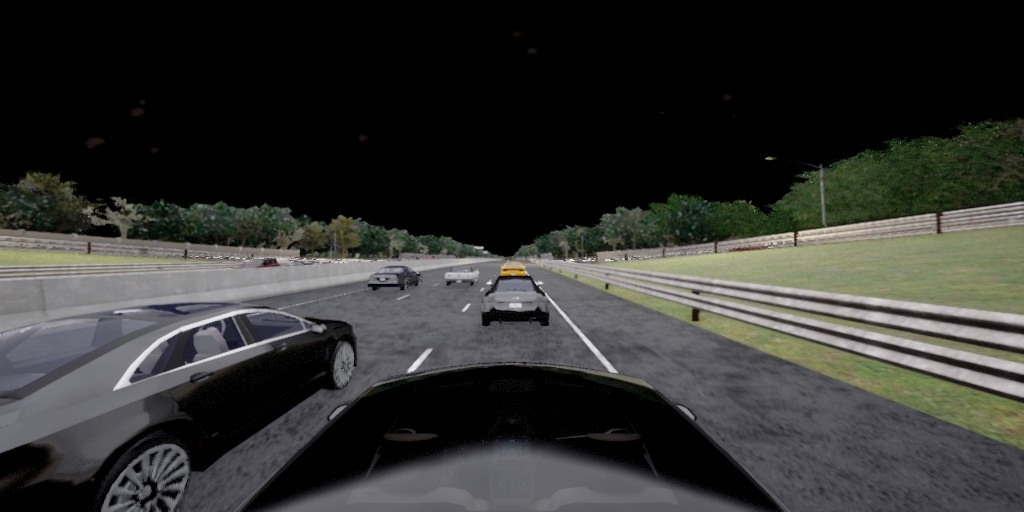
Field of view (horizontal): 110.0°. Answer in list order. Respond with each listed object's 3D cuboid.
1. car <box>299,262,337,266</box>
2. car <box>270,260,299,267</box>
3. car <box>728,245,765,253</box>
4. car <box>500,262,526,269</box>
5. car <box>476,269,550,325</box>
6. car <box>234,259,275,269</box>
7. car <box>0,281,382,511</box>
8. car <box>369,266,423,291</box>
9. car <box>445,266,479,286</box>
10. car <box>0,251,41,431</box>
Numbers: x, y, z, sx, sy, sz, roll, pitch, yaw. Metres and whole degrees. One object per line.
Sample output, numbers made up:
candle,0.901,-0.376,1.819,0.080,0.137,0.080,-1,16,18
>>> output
car,-17.603,1.333,33.891,1.895,1.301,4.718,0,0,0
car,-21.100,1.296,35.123,1.994,1.385,4.181,0,0,0
car,30.166,-0.922,46.286,1.812,1.442,4.674,0,-3,-11
car,0.094,1.210,28.683,1.882,1.535,5.008,0,0,0
car,0.097,1.307,11.738,1.994,1.385,4.181,0,0,0
car,-24.599,1.084,34.844,2.097,1.767,4.553,0,0,0
car,-3.401,1.240,3.866,2.128,1.511,4.902,0,0,0
car,-6.905,1.283,21.637,2.033,1.411,5.357,0,0,0
car,-3.406,1.335,25.301,1.895,1.301,4.718,0,0,0
car,-6.901,0.971,1.656,2.150,2.045,5.566,0,0,0
